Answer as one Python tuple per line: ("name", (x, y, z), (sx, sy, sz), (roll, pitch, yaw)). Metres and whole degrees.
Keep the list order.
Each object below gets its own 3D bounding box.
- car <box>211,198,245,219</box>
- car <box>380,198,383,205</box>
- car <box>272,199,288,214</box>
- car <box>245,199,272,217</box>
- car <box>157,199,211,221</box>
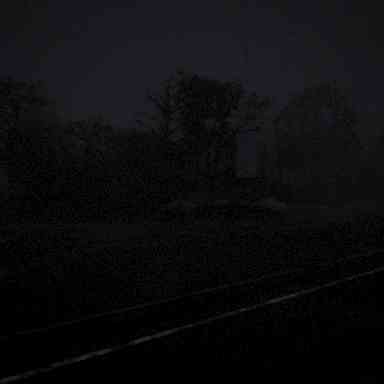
("car", (1.669, 1.348, 27.804), (2.231, 1.521, 4.892), (0, 0, -36))
("car", (30.016, 1.111, 48.174), (2.097, 1.535, 5.008), (0, 0, -36))
("car", (6.883, 1.342, 31.554), (2.002, 1.452, 4.674), (0, 0, -36))
("car", (4.321, 1.324, 29.723), (2.097, 1.535, 5.008), (0, 0, -36))
("car", (-0.992, 1.409, 25.894), (2.002, 1.452, 4.674), (0, 0, -36))
